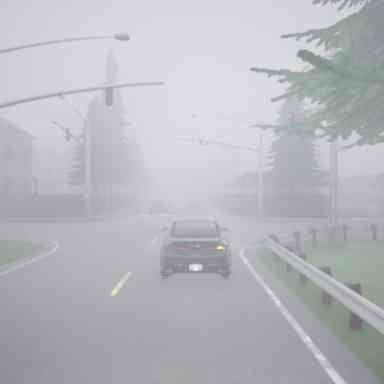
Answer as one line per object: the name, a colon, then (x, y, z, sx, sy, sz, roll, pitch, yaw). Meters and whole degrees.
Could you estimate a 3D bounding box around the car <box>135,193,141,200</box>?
car: (-16.740, 1.228, 91.940, 3.866, 1.878, 1.905, 0, 0, 0)

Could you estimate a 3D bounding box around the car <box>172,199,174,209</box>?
car: (-3.566, 1.556, 47.333, 1.882, 1.535, 5.008, 0, 0, 0)

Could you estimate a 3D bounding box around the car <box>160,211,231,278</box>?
car: (0.094, 1.521, 10.201, 1.837, 1.490, 4.892, 0, 0, 0)

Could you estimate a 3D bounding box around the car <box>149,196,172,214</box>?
car: (-3.576, 1.566, 36.890, 1.837, 1.490, 4.892, 0, 0, 0)

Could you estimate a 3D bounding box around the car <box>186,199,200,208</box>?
car: (0.119, 1.644, 48.565, 1.994, 1.385, 4.181, 0, 0, 0)
